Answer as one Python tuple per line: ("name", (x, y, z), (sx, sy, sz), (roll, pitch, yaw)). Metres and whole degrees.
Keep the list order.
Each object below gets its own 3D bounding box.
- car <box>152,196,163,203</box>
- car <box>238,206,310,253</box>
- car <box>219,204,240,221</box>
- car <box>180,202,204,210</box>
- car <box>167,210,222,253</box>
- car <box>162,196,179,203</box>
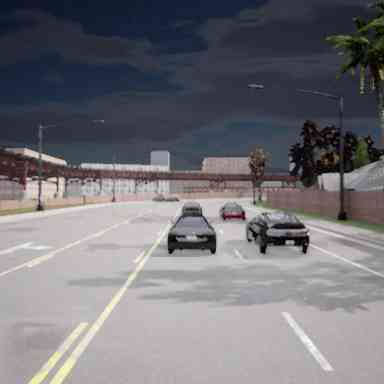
("car", (-7.562, 1.643, 75.961), (1.837, 1.490, 4.892), (0, 0, 17))
("car", (3.502, 1.603, 14.298), (2.128, 1.511, 4.902), (0, 0, 0))
("car", (3.503, 1.707, 29.335), (1.994, 1.385, 4.181), (0, 0, 0))
("car", (0.003, 1.654, 29.282), (1.837, 1.490, 4.892), (0, 0, 0))
("car", (0.003, 1.680, 14.339), (1.994, 1.385, 4.181), (0, 0, 0))
("car", (-4.362, 1.671, 74.486), (1.994, 1.385, 4.181), (0, 0, 17))
